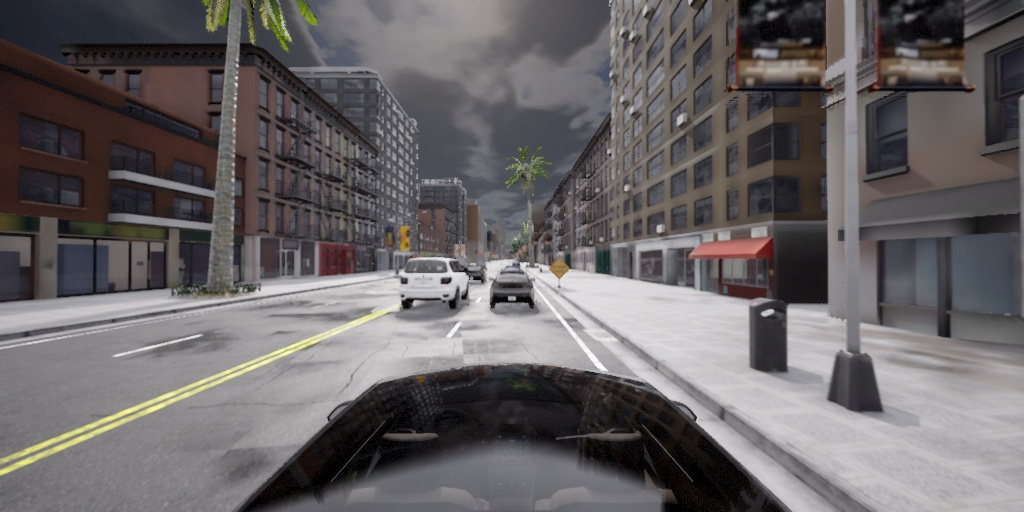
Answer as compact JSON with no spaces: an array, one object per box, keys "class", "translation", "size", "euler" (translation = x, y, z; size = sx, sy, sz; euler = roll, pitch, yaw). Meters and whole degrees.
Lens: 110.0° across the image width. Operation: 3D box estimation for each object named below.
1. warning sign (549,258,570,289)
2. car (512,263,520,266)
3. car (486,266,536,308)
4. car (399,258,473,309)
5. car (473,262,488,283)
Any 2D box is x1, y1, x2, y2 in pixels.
[{"class":"warning sign","translation":[2.857,1.051,21.664],"size":[1.300,1.860,1.060],"euler":[0,0,0]},{"class":"car","translation":[0.018,1.563,31.235],"size":[1.812,1.442,4.674],"euler":[0,0,0]},{"class":"car","translation":[0.011,1.390,16.144],"size":[1.837,1.490,4.892],"euler":[0,0,0]},{"class":"car","translation":[-3.243,1.096,15.855],"size":[2.150,2.045,5.566],"euler":[0,0,0]},{"class":"car","translation":[-3.233,1.544,31.138],"size":[1.837,1.490,4.892],"euler":[0,0,0]}]
